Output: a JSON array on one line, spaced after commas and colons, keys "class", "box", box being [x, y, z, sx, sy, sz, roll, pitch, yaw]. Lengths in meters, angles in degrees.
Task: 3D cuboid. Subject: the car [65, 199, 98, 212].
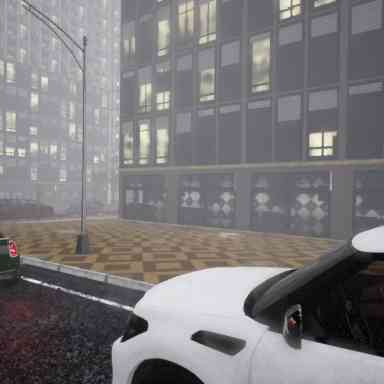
[{"class": "car", "box": [-13.585, 1.695, 42.048, 2.128, 1.511, 4.902, 1, 0, 36]}]

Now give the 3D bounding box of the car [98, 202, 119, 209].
[{"class": "car", "box": [-8.356, 1.830, 39.400, 1.752, 1.417, 4.829, 1, 0, 36]}]

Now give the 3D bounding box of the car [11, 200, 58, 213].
[{"class": "car", "box": [-18.652, 1.642, 39.547, 1.752, 1.417, 4.829, 1, 0, 36]}]

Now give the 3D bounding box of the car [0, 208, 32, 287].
[{"class": "car", "box": [-6.177, 1.348, 8.062, 4.553, 1.767, 2.097, 0, 0, 35]}]

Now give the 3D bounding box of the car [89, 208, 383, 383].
[{"class": "car", "box": [1.900, 1.222, 2.327, 5.566, 2.045, 2.150, 0, 0, 36]}]

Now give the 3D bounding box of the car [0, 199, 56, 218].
[{"class": "car", "box": [-15.139, 1.519, 30.178, 2.192, 1.841, 5.009, 1, 0, 36]}]
